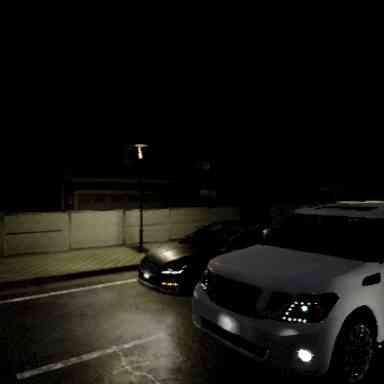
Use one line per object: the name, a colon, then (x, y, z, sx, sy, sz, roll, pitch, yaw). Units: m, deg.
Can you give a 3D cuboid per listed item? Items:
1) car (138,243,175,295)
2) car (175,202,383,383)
car: (1.022, 1.513, 8.404, 4.892, 1.490, 1.837, 0, 0, -35)
car: (2.673, 1.229, 5.590, 5.566, 2.045, 2.150, 0, 0, -35)
